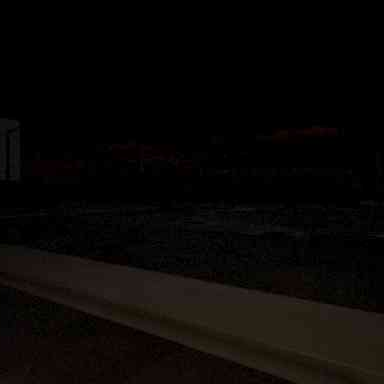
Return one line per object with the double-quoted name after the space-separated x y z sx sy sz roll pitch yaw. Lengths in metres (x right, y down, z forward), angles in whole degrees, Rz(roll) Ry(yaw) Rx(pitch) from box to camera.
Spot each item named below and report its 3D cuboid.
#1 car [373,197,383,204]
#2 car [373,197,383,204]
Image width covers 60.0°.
37.527 1.734 65.323 2.038 1.542 4.974 1 1 6 "car"
37.534 1.576 65.374 1.853 1.218 4.536 1 1 6 "car"
